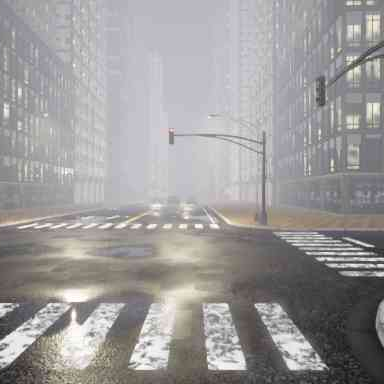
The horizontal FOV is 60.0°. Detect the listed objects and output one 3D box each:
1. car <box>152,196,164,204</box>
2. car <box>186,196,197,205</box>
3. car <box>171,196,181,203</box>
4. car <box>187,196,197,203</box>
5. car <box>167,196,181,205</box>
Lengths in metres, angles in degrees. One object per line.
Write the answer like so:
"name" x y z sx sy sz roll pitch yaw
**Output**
"car" -6.554 1.607 64.214 2.128 1.511 4.902 0 0 0
"car" -0.050 1.703 60.497 1.895 1.301 4.718 0 0 0
"car" -3.309 1.565 70.080 1.895 1.301 4.718 0 0 0
"car" -0.059 1.540 70.469 1.994 1.385 4.181 0 0 0
"car" -3.300 1.452 60.019 2.097 1.767 4.553 0 0 0
